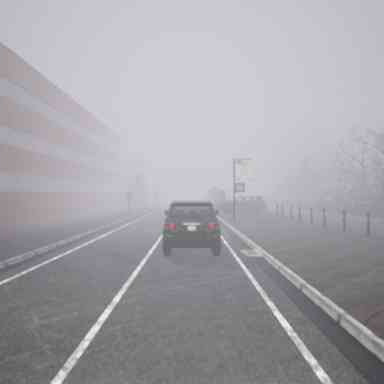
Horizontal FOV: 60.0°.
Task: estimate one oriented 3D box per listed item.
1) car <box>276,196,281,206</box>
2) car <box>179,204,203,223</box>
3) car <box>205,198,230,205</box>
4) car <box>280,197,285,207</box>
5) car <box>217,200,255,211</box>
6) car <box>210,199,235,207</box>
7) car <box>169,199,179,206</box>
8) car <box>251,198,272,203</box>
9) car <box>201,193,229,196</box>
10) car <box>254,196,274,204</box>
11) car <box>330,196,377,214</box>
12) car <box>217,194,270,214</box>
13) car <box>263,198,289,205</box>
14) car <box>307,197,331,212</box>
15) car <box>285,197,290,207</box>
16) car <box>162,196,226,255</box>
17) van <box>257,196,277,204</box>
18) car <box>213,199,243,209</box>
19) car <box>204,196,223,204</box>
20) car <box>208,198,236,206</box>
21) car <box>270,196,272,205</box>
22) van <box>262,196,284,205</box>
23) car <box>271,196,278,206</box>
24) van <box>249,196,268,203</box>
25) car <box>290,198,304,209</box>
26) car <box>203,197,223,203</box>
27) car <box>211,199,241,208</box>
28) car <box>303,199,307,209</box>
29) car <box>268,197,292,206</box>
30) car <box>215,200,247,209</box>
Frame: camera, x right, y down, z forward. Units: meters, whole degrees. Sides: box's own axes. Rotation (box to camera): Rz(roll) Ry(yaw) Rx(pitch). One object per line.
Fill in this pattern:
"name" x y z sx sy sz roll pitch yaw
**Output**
"car" 18.391 1.984 60.416 4.792 1.488 2.163 0 0 -1
"car" -0.083 1.852 29.307 1.994 1.385 4.181 0 0 0
"car" 5.718 2.064 74.234 5.366 1.575 1.946 0 0 -1
"car" 18.410 1.932 57.592 5.008 1.535 2.097 0 -1 -1
"car" 6.057 1.838 45.980 5.008 1.535 2.097 0 -1 -1
"car" 5.742 2.017 62.930 4.674 1.452 2.002 0 0 -1
"car" -3.767 2.178 70.962 1.895 1.301 4.718 0 0 -1
"car" 17.921 2.188 85.821 4.792 1.488 2.163 0 -1 -1
"car" 5.508 1.838 77.059 5.566 2.045 2.435 0 0 -1
"car" 17.907 2.011 83.124 4.553 1.767 2.185 0 0 -1
"car" 18.728 1.627 37.822 4.553 1.767 2.185 0 0 -1
"car" 6.140 1.534 40.331 5.566 2.045 2.435 0 -1 -1
"car" 18.153 2.046 71.832 5.008 1.535 2.097 0 0 -1
"car" 18.654 1.563 43.603 5.566 2.045 2.435 0 0 -1
"car" 18.463 1.910 54.769 5.008 1.535 2.097 0 0 -1
"car" -0.016 1.355 14.012 2.150 2.045 5.566 0 0 0
"van" 18.111 1.887 80.181 4.442 1.987 1.878 0 -1 -1
"car" 5.906 1.949 54.455 4.674 1.452 2.002 0 0 -1
"car" 5.405 2.009 82.708 4.553 1.767 2.185 0 0 -1
"car" 5.877 1.996 65.759 5.366 1.575 1.946 0 0 -1
"car" 18.249 2.001 66.186 5.008 1.535 2.097 0 0 -1
"van" 18.213 1.842 74.532 4.442 1.987 1.878 0 0 -1
"car" 18.311 1.978 63.363 5.008 1.535 2.097 0 0 -1
"van" 17.718 1.955 88.647 4.442 1.987 1.878 0 0 -1
"car" 18.517 1.888 51.946 4.892 1.521 2.231 0 -1 -1
"car" 5.315 2.157 85.531 5.008 1.535 2.097 0 0 -1
"car" 5.821 1.961 57.280 4.792 1.488 2.163 0 0 -1
"car" 18.638 1.840 46.300 4.892 1.521 2.231 0 0 -1
"car" 18.231 1.898 69.010 4.553 1.767 2.185 0 0 -1
"car" 5.954 1.926 51.629 4.674 1.452 2.002 0 0 -1
